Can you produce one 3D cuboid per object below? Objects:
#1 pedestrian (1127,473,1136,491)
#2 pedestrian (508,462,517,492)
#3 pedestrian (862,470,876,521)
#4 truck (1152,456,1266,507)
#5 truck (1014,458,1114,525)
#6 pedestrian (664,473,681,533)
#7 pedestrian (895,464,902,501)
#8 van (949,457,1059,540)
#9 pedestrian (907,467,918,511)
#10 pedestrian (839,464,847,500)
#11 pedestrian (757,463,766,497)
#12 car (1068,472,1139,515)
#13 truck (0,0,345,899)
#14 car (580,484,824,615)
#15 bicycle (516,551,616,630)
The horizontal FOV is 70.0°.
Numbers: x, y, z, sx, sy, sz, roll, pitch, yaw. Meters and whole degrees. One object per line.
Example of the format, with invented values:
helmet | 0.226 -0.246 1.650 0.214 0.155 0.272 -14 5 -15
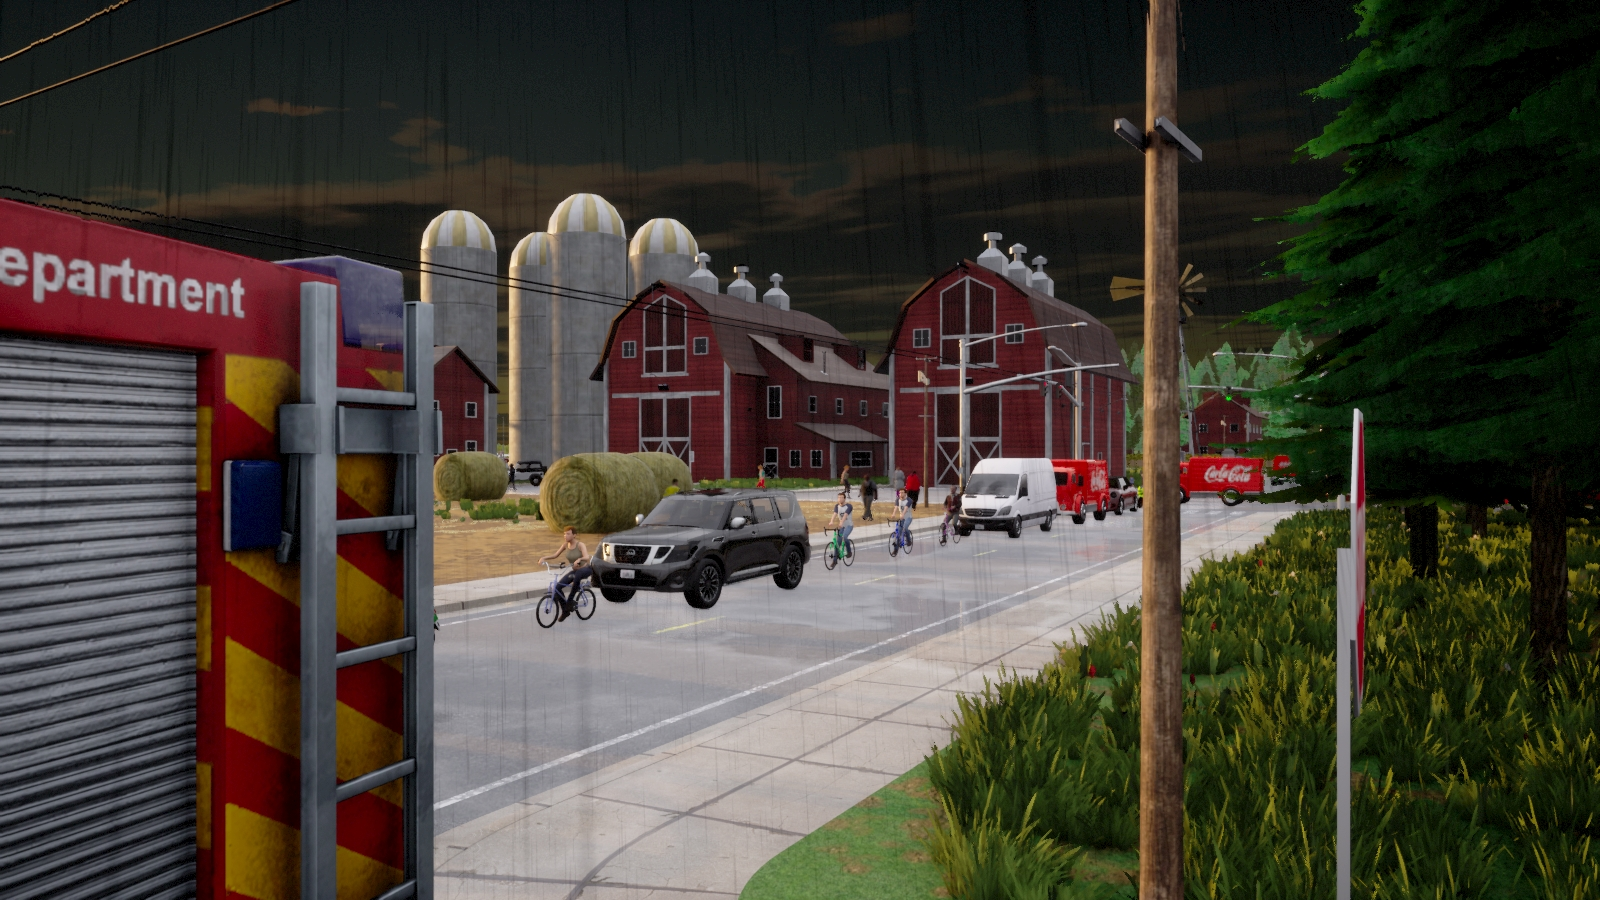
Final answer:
pedestrian | 21.510 2.076 74.164 0.500 1.100 0.500 0 0 26
pedestrian | -17.971 1.669 71.350 0.375 1.860 0.375 0 0 27
pedestrian | 2.557 1.684 42.315 0.375 1.860 0.375 0 0 32
truck | 20.996 1.557 58.691 5.204 2.467 2.627 0 0 27
truck | 10.553 1.568 45.371 2.627 2.467 5.204 0 0 28
pedestrian | -4.065 1.681 36.406 0.375 1.860 0.375 0 0 36
pedestrian | 5.061 1.671 58.637 0.375 1.860 0.375 0 0 4
van | 7.063 1.534 38.944 1.988 2.561 5.915 0 0 28
pedestrian | 4.813 1.678 48.794 0.375 1.860 0.375 0 0 29
pedestrian | 2.242 1.668 59.546 0.375 1.860 0.375 0 0 18
pedestrian | -2.147 1.670 63.370 0.375 1.860 0.375 0 0 28
car | 13.653 1.903 51.218 2.097 1.767 4.553 0 0 28
truck | -5.967 0.867 3.809 8.468 3.827 2.891 0 0 20
car | -1.716 1.779 22.423 2.150 2.045 5.566 0 0 27
bicycle | -3.784 2.256 18.575 0.859 1.080 1.487 0 0 28
